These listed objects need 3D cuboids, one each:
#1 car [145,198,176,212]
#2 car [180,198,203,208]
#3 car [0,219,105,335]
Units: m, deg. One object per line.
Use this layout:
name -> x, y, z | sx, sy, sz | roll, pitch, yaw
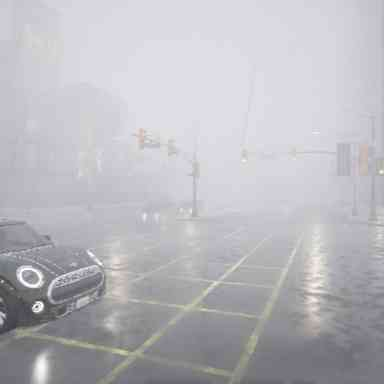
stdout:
car -> -3.619, 1.478, 38.969 | 1.882, 1.535, 5.008 | 0, 0, 23
car -> -0.007, 1.601, 48.524 | 1.895, 1.301, 4.718 | 0, 0, 21
car -> -4.011, 1.338, 6.636 | 4.553, 1.767, 2.097 | 0, 0, 21
